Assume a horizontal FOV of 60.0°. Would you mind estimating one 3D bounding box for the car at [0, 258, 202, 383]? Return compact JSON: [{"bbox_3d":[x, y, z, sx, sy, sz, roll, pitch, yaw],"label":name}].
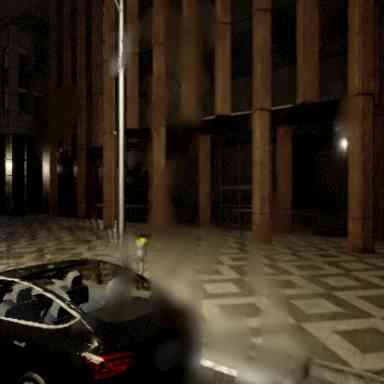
[{"bbox_3d":[-1.895,1.556,4.276,4.313,1.339,1.947,0,0,35],"label":"car"}]
